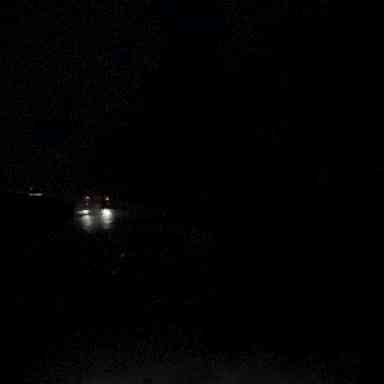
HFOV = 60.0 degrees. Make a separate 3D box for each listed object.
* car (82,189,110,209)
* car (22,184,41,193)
[{"bbox_3d":[-8.550,0.503,29.410,2.097,1.767,4.553,0,2,-21],"label":"car"},{"bbox_3d":[-30.524,-0.672,63.286,4.553,1.767,2.097,2,2,44],"label":"car"}]
